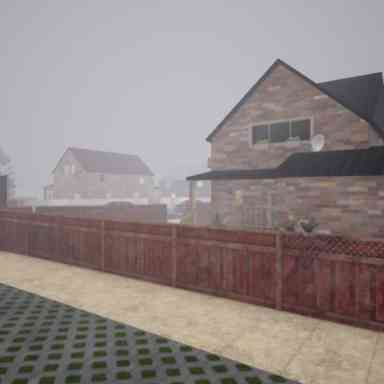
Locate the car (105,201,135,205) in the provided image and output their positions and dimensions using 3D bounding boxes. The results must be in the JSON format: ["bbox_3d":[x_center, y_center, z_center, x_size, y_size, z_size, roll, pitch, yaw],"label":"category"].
[{"bbox_3d":[-7.066,1.599,31.007,1.837,1.490,4.892,0,0,35],"label":"car"}]

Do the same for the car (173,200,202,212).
[{"bbox_3d":[-0.247,1.676,40.571,1.837,1.490,4.892,0,0,36],"label":"car"}]
